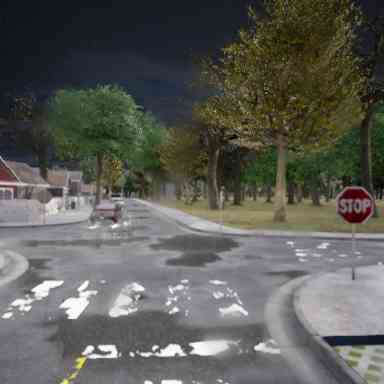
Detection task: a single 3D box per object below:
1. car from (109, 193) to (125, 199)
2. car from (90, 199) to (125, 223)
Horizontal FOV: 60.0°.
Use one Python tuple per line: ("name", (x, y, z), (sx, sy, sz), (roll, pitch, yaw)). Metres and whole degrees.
("car", (-11.428, 1.240, 50.791), (2.150, 2.045, 5.566), (0, 0, -12))
("car", (-6.411, 1.522, 25.323), (1.812, 1.442, 4.674), (0, 0, -5))
